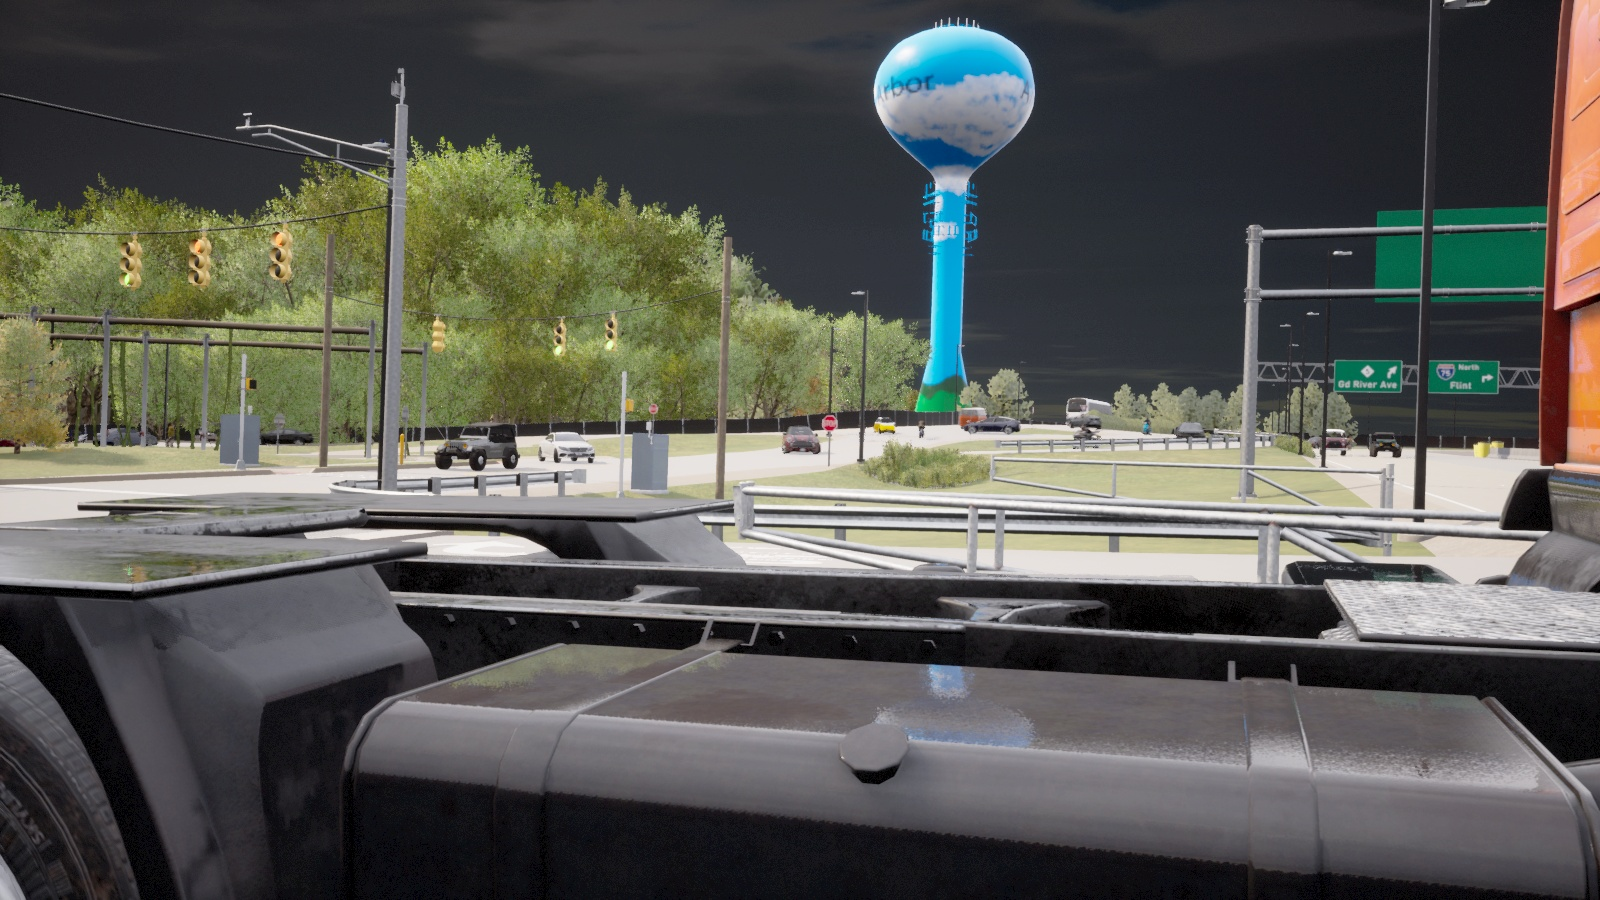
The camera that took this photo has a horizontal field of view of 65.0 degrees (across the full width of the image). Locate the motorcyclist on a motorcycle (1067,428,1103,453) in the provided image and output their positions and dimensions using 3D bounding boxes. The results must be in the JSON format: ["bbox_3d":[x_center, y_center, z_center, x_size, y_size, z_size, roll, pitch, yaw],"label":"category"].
[{"bbox_3d":[18.116,-0.630,79.802,2.191,1.530,0.866,-1,1,-26],"label":"motorcyclist on a motorcycle"}]

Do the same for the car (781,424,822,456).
[{"bbox_3d":[0.034,-0.668,77.135,2.097,1.767,4.553,1,2,-5],"label":"car"}]

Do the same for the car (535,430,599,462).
[{"bbox_3d":[-11.225,-0.222,60.192,1.812,1.442,4.674,1,1,-26],"label":"car"}]

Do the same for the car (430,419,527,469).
[{"bbox_3d":[-12.884,-0.268,50.597,1.905,1.878,3.866,2,2,19],"label":"car"}]

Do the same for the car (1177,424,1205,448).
[{"bbox_3d":[28.106,-1.059,90.369,1.882,1.535,5.008,2,3,17],"label":"car"}]

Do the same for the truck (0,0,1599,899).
[{"bbox_3d":[0.263,-0.199,3.153,7.936,3.462,2.891,1,1,19],"label":"truck"}]
